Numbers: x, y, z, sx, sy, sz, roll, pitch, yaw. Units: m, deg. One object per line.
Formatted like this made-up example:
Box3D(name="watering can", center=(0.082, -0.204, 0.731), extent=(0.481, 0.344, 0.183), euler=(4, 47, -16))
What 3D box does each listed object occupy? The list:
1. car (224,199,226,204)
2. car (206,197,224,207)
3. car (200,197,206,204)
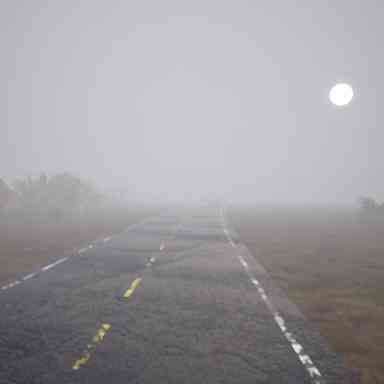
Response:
Box3D(name="car", center=(6.196, 1.798, 71.440), extent=(1.994, 1.385, 4.181), euler=(0, 0, 10))
Box3D(name="car", center=(3.804, 1.750, 54.750), extent=(1.994, 1.385, 4.181), euler=(0, 0, 7))
Box3D(name="car", center=(2.897, 1.789, 69.917), extent=(1.994, 1.385, 4.181), euler=(0, 0, 9))
